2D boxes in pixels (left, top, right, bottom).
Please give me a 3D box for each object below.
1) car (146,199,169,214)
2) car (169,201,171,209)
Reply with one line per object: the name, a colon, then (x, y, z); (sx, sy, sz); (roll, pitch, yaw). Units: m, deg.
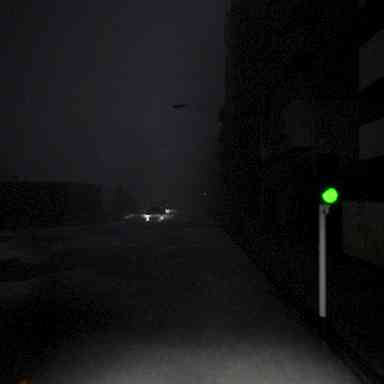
car: (-4.177, 1.704, 39.108); (1.882, 1.535, 5.008); (0, 0, 0)
car: (-4.166, 1.789, 49.135); (1.837, 1.490, 4.892); (0, 0, 1)
